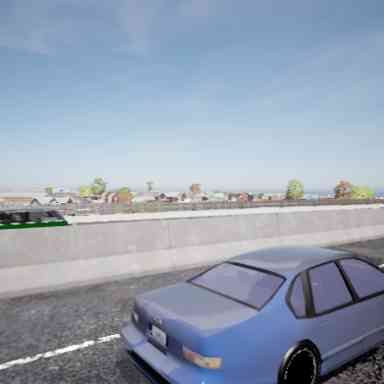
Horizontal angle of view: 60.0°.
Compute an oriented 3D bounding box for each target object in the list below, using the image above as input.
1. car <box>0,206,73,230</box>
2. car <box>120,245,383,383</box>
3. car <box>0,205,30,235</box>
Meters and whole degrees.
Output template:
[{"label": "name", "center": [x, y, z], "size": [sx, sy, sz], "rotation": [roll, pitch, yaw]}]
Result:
[{"label": "car", "center": [-6.713, 1.349, 12.077], "size": [4.553, 1.767, 2.097], "rotation": [0, 0, -35]}, {"label": "car", "center": [1.702, 1.547, 4.948], "size": [5.357, 1.411, 2.033], "rotation": [0, 0, -35]}, {"label": "car", "center": [-11.317, 1.499, 17.396], "size": [4.892, 1.490, 1.837], "rotation": [0, 0, -35]}]
